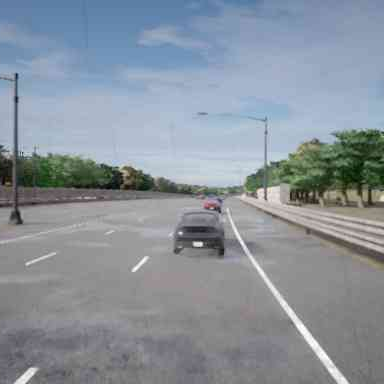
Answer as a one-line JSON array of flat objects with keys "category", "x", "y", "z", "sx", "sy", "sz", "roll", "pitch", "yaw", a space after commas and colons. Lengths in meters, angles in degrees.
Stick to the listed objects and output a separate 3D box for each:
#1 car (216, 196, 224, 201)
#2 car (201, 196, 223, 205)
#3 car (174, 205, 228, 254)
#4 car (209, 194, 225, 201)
[{"category": "car", "x": 7.955, "y": 1.799, "z": 93.510, "sx": 2.033, "sy": 1.411, "sz": 5.357, "roll": 0, "pitch": 0, "yaw": 6}, {"category": "car", "x": 2.279, "y": 1.539, "z": 37.238, "sx": 1.812, "sy": 1.442, "sz": 4.674, "roll": 0, "pitch": 0, "yaw": 5}, {"category": "car", "x": 0.373, "y": 1.508, "z": 13.588, "sx": 1.837, "sy": 1.490, "sz": 4.892, "roll": 0, "pitch": 0, "yaw": 4}, {"category": "car", "x": 4.525, "y": 1.581, "z": 59.898, "sx": 1.837, "sy": 1.490, "sz": 4.892, "roll": 0, "pitch": 0, "yaw": 6}]
